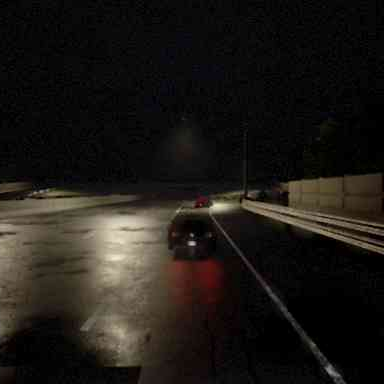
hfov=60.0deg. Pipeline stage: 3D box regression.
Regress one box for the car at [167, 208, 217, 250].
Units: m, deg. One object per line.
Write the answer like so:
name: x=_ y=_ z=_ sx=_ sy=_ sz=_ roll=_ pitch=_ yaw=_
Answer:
car: x=0.007 y=1.587 z=14.325 sx=1.895 sy=1.301 sz=4.718 roll=0 pitch=0 yaw=0

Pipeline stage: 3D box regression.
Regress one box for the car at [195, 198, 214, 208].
car: x=1.656 y=1.482 z=44.894 sx=1.812 sy=1.442 sz=4.674 roll=0 pitch=0 yaw=13

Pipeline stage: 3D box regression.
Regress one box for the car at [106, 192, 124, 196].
car: x=-20.725 y=1.193 z=89.477 sx=2.150 sy=2.045 sz=5.566 roll=0 pitch=0 yaw=0

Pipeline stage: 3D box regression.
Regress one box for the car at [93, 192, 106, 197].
car: x=-24.225 y=1.446 z=89.518 sx=1.882 sy=1.535 sz=5.008 roll=0 pitch=0 yaw=0

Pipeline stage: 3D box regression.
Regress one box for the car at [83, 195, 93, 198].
car: x=-27.725 y=1.507 z=89.531 sx=2.033 sy=1.411 sz=5.357 roll=0 pitch=0 yaw=0

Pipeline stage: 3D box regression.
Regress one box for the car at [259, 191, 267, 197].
car: x=19.918 y=0.727 z=93.316 sx=2.150 sy=2.045 sz=5.566 roll=0 pitch=2 yaw=16

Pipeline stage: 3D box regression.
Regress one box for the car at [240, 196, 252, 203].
car: x=11.180 y=1.524 z=68.425 sx=1.882 sy=1.535 sz=5.008 roll=0 pitch=0 yaw=22
